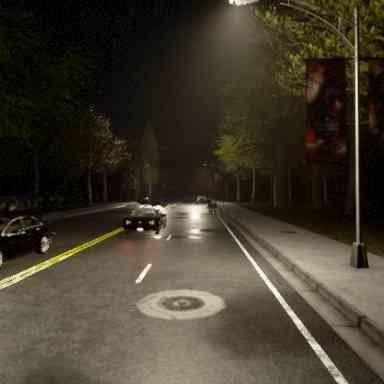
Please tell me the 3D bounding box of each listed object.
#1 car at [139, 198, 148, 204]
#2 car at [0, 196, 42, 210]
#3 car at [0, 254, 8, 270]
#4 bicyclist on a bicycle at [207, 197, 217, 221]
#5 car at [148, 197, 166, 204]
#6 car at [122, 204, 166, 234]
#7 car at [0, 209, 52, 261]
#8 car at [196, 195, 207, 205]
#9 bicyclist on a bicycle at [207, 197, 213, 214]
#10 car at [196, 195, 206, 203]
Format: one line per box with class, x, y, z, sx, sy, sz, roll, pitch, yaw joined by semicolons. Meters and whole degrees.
car;-8.174;1.672;59.076;1.994;1.385;4.181;0;0;2
car;-9.367;1.233;16.229;2.150;2.045;5.566;0;0;2
car;-3.076;1.478;1.211;1.882;1.535;5.008;0;0;2
bicyclist on a bicycle;1.642;1.397;25.949;0.659;1.776;1.843;0;0;2
car;-5.148;1.560;51.536;1.882;1.535;5.008;0;0;2
car;-2.584;1.616;19.279;1.895;1.301;4.718;0;0;2
car;-6.265;1.510;10.717;1.837;1.490;4.892;0;0;2
car;1.858;1.650;62.738;1.812;1.442;4.674;0;-1;2
bicyclist on a bicycle;1.918;1.416;36.061;0.659;1.776;1.843;0;0;2
car;2.060;1.530;73.982;2.097;1.767;4.553;0;0;2
